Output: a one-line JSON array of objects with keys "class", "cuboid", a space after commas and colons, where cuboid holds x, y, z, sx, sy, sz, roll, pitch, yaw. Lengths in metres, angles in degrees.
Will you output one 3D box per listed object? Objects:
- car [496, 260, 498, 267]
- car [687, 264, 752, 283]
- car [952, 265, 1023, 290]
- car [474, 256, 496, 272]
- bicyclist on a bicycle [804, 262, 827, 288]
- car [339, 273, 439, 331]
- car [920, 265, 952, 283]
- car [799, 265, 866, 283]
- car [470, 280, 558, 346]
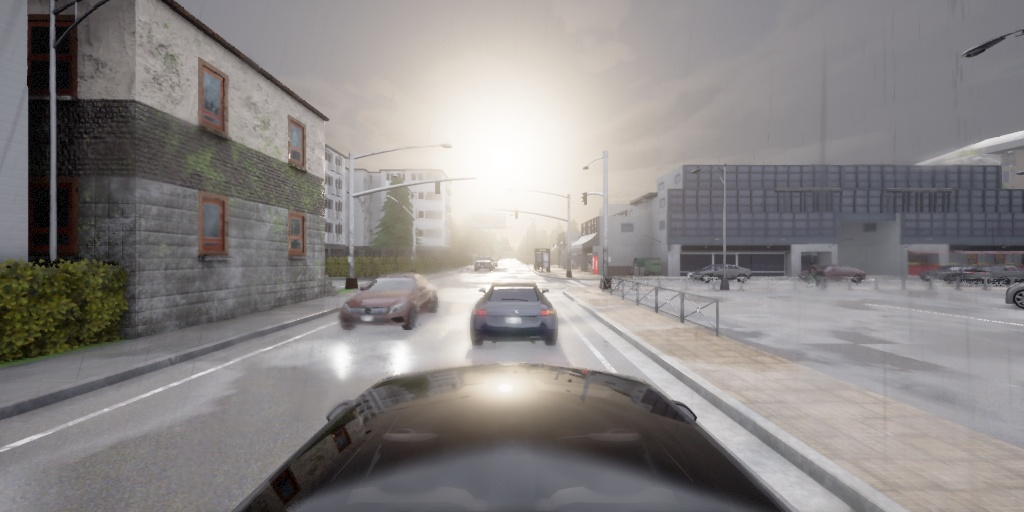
[{"class": "car", "cuboid": [-3.654, 1.351, 56.973, 1.895, 1.301, 4.718, 0, 0, 0]}, {"class": "car", "cuboid": [17.033, 1.418, 29.561, 4.902, 1.511, 2.128, 0, 0, 0]}, {"class": "car", "cuboid": [35.741, 1.418, 25.932, 4.902, 1.511, 2.128, 0, 0, 0]}, {"class": "car", "cuboid": [-3.653, 0.972, 47.080, 2.150, 2.045, 5.566, 0, 0, 0]}, {"class": "bicyclist on a bicycle", "cuboid": [18.689, 1.227, 22.084, 0.582, 1.620, 1.656, 0, 0, 0]}, {"class": "car", "cuboid": [-3.526, 1.276, 11.158, 1.812, 1.442, 4.674, 0, 0, 1]}, {"class": "car", "cuboid": [36.708, 1.452, 29.612, 4.674, 1.442, 1.812, 0, 0, 0]}, {"class": "car", "cuboid": [26.398, 1.452, 29.590, 4.674, 1.442, 1.812, 0, 0, 0]}, {"class": "car", "cuboid": [0.053, 1.314, 9.463, 1.994, 1.385, 4.181, 0, 0, 0]}]
